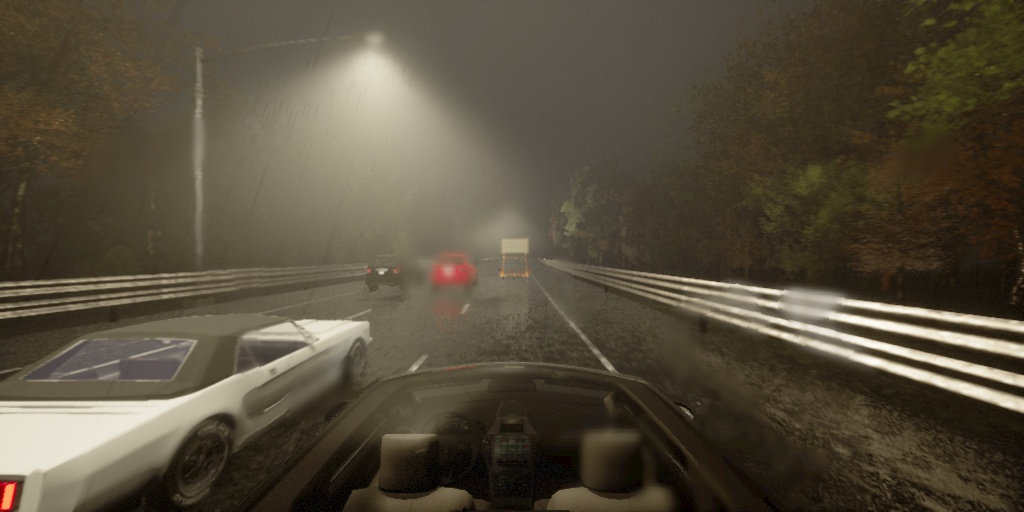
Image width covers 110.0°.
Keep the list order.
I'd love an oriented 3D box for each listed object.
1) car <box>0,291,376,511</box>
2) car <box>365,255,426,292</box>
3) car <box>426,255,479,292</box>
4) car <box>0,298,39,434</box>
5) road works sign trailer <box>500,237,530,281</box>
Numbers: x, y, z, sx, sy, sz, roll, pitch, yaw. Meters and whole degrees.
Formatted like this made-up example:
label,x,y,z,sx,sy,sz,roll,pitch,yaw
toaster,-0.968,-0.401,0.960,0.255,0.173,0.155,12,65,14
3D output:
label,x,y,z,sx,sy,sz,roll,pitch,yaw
car,-3.390,1.349,4.253,1.895,1.301,4.718,0,0,0
car,-6.771,0.965,21.418,2.150,2.045,5.566,0,0,1
car,-3.283,0.965,21.541,2.150,2.045,5.566,0,0,1
car,-6.817,1.241,1.918,2.128,1.511,4.902,0,0,-1
road works sign trailer,0.221,0.204,29.580,2.380,3.560,2.880,0,0,2
